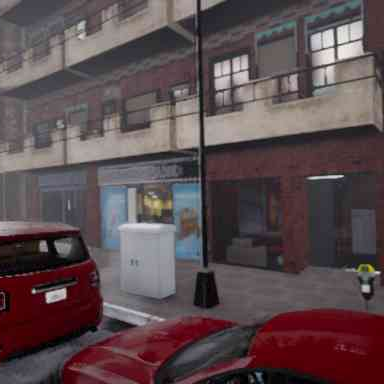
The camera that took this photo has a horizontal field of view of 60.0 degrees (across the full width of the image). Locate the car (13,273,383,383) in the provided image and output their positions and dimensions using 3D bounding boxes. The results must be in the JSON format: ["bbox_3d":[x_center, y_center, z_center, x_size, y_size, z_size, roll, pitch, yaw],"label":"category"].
[{"bbox_3d":[0.901,1.550,2.249,4.507,1.381,1.887,-1,-1,36],"label":"car"}]

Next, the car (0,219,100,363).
[{"bbox_3d":[-3.610,1.380,5.471,5.009,1.841,2.192,-1,-1,36],"label":"car"}]
